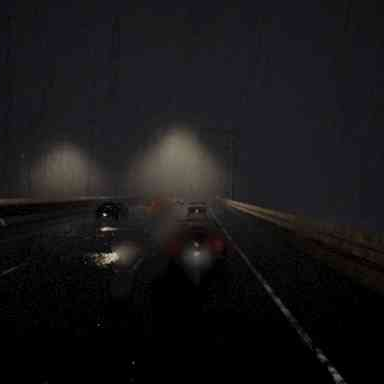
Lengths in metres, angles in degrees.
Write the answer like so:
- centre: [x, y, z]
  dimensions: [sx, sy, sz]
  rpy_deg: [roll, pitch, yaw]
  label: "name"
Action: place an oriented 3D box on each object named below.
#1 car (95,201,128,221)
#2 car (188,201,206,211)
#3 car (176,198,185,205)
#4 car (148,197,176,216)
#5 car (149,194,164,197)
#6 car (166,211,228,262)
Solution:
- centre: [-6.620, 1.530, 27.805]
  dimensions: [1.837, 1.490, 4.892]
  rpy_deg: [0, -1, 1]
  label: "car"
- centre: [0.564, 1.650, 36.524]
  dimensions: [1.895, 1.301, 4.718]
  rpy_deg: [0, 0, 1]
  label: "car"
- centre: [-2.255, 1.701, 59.434]
  dimensions: [1.895, 1.301, 4.718]
  rpy_deg: [0, 0, 2]
  label: "car"
- centre: [-3.001, 1.518, 33.661]
  dimensions: [1.882, 1.535, 5.008]
  rpy_deg: [0, 0, 1]
  label: "car"
- centre: [-5.914, 1.305, 55.034]
  dimensions: [2.150, 2.045, 5.566]
  rpy_deg: [0, -1, 2]
  label: "car"
- centre: [0.166, 1.610, 12.173]
  dimensions: [1.895, 1.301, 4.718]
  rpy_deg: [0, 0, 1]
  label: "car"
